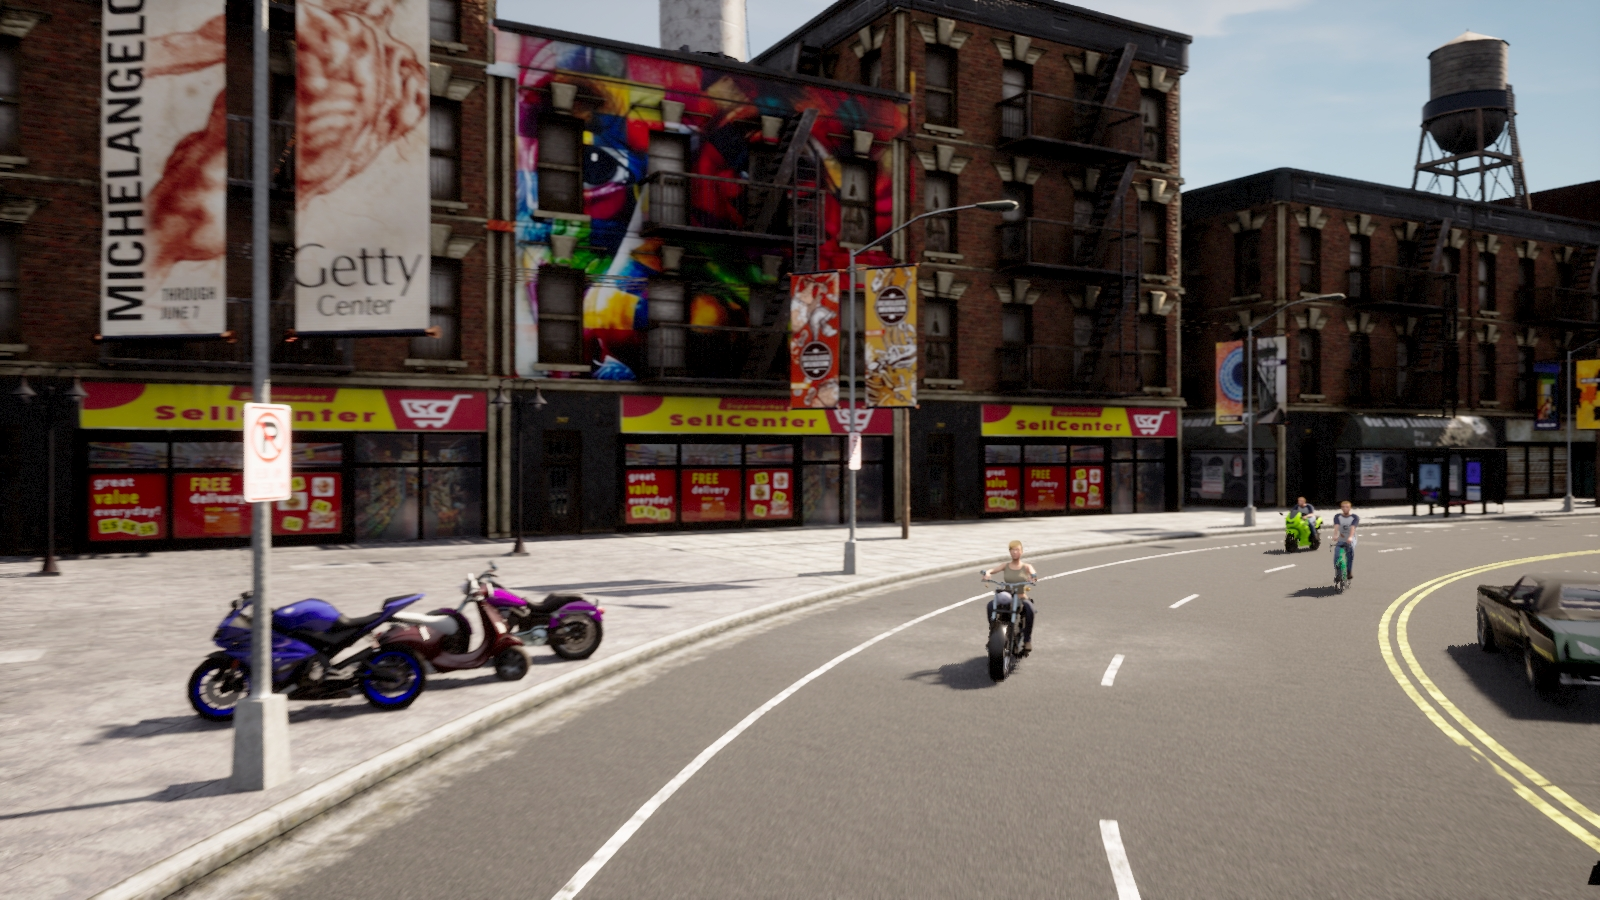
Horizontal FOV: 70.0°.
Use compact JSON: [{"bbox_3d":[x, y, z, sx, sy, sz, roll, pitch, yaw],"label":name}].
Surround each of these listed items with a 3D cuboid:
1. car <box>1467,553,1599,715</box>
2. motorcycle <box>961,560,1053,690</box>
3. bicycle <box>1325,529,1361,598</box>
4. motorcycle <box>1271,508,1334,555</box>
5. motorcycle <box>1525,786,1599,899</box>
[{"bbox_3d":[9.784,2.161,14.148,1.895,1.301,4.718,0,0,21],"label":"car"},{"bbox_3d":[2.698,2.171,14.657,0.764,1.277,2.356,1,0,20],"label":"motorcycle"},{"bbox_3d":[10.720,2.213,22.539,0.373,1.196,1.643,1,1,35],"label":"bicycle"},{"bbox_3d":[13.872,2.222,31.501,2.033,1.145,0.803,0,0,-42],"label":"motorcycle"},{"bbox_3d":[3.778,2.215,4.484,0.803,1.145,2.033,1,0,8],"label":"motorcycle"}]
